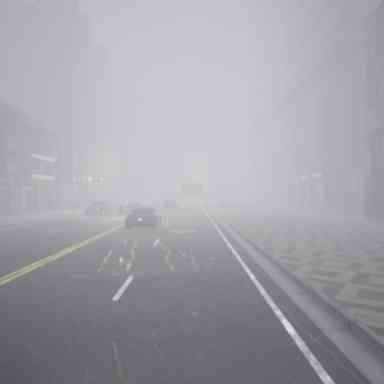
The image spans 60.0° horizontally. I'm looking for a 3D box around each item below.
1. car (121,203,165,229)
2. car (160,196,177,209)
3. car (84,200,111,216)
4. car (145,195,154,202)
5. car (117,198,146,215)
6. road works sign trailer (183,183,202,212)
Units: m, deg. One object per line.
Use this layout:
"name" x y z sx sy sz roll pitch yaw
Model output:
"car" -3.156 1.652 22.247 1.994 1.385 4.181 0 0 0
"car" -3.162 1.672 48.729 1.882 1.535 5.008 0 -1 0
"car" -9.847 1.644 34.944 1.837 1.490 4.892 0 0 0
"car" -9.770 1.467 76.364 1.882 1.535 5.008 0 0 0
"car" -6.598 1.631 35.187 2.128 1.511 4.902 0 0 0
"road works sign trailer" 0.003 0.633 42.322 2.380 3.560 2.880 0 0 0
